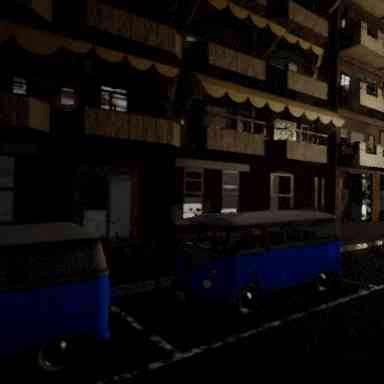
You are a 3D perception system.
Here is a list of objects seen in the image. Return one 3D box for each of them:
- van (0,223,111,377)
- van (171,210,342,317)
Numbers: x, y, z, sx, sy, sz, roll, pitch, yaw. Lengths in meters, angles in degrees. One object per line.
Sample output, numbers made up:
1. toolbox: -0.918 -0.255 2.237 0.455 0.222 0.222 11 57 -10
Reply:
1. van: -2.988 1.343 3.937 3.998 1.788 1.690 0 2 -35
2. van: 1.516 1.321 7.149 3.998 1.788 1.690 0 2 -35
